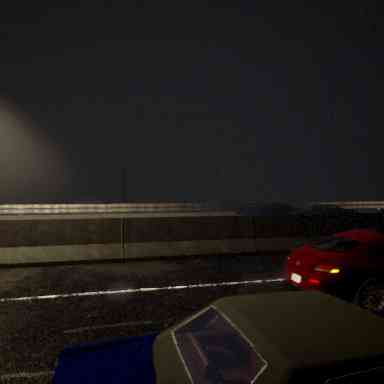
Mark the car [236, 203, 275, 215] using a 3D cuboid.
[{"bbox_3d":[6.114,1.535,25.848,5.357,1.411,2.033,0,0,-14],"label":"car"}]

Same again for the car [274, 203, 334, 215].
[{"bbox_3d":[8.777,1.535,22.917,5.357,1.411,2.033,0,0,-14],"label":"car"}]

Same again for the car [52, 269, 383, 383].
[{"bbox_3d":[1.270,1.599,2.719,4.718,1.301,1.895,0,0,-14],"label":"car"}]

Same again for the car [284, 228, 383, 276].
[{"bbox_3d":[4.267,1.521,7.101,4.674,1.442,1.812,0,0,-14],"label":"car"}]

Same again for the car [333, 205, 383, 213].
[{"bbox_3d":[11.285,1.588,19.948,4.718,1.301,1.895,0,0,-14],"label":"car"}]
